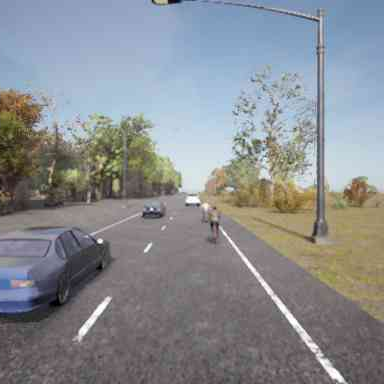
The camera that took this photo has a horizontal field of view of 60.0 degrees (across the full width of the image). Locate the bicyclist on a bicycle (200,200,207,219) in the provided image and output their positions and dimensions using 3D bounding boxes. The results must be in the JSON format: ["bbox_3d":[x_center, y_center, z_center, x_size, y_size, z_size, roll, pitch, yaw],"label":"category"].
[{"bbox_3d":[0.984,1.396,23.904,0.866,1.612,1.509,0,0,0],"label":"bicyclist on a bicycle"}]

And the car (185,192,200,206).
[{"bbox_3d":[0.094,1.134,53.905,2.150,2.045,5.566,0,0,0],"label":"car"}]

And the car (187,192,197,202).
[{"bbox_3d":[-0.001,1.104,74.079,2.150,2.045,5.566,0,0,0],"label":"car"}]

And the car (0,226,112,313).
[{"bbox_3d":[-3.401,1.534,7.896,2.033,1.411,5.357,0,0,0],"label":"car"}]

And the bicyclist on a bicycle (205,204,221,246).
[{"bbox_3d":[0.965,1.428,14.099,0.582,1.620,1.656,0,0,0],"label":"bicyclist on a bicycle"}]

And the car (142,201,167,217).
[{"bbox_3d":[-3.404,1.496,30.534,2.033,1.411,5.357,0,0,0],"label":"car"}]
